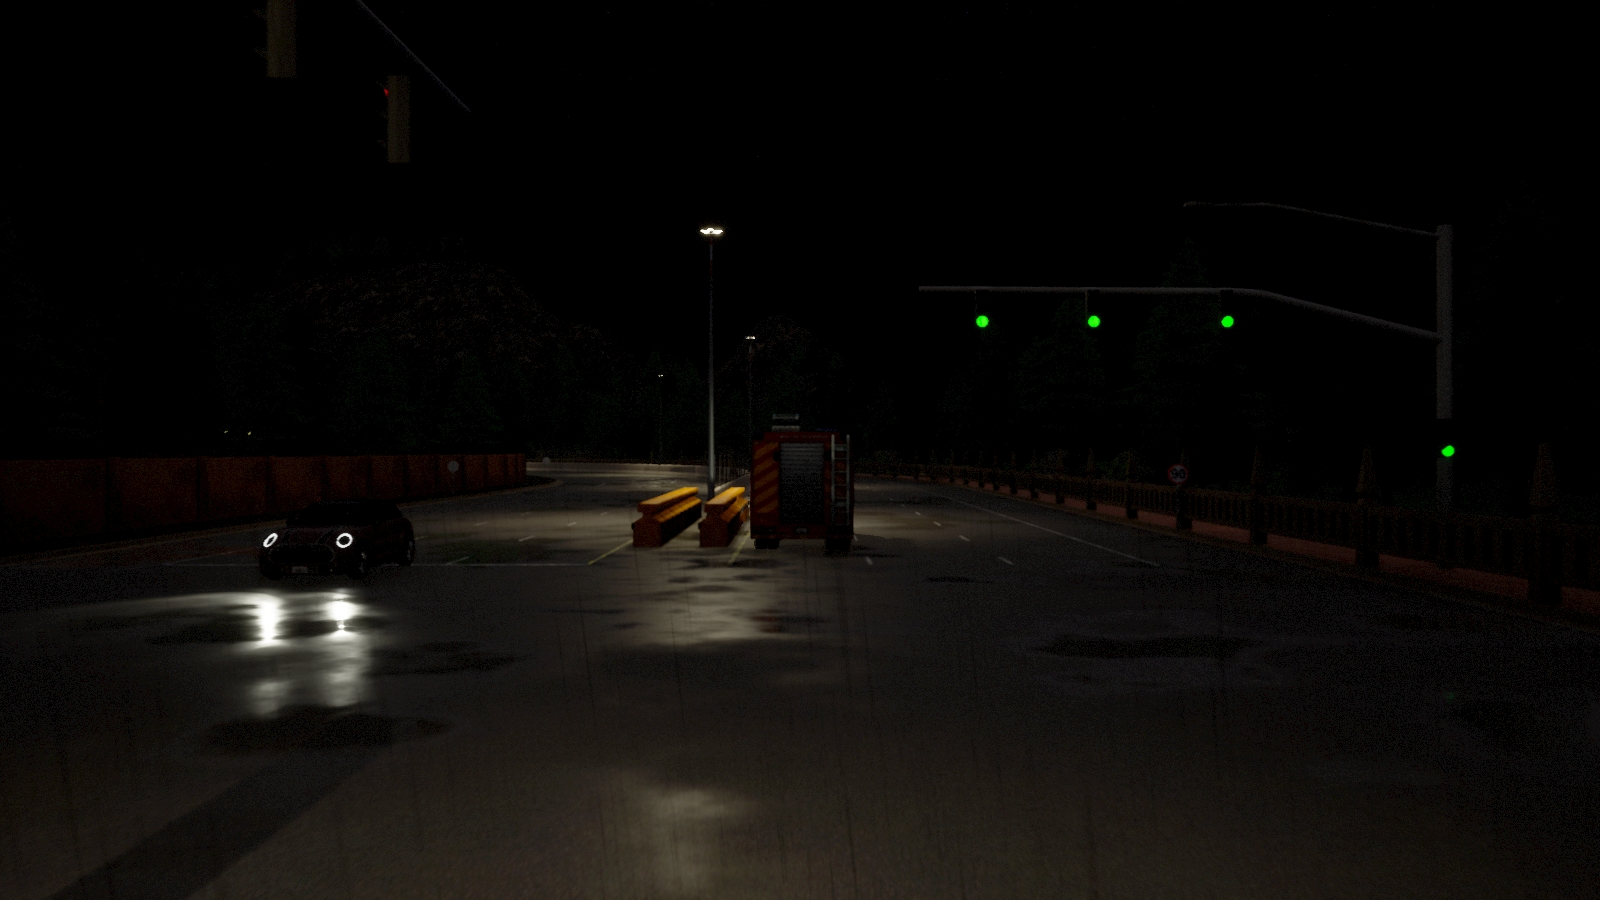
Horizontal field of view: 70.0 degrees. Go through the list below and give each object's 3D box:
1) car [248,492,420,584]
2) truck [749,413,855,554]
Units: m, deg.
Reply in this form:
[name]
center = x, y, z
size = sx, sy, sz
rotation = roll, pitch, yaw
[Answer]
[car]
center = -10.517, 1.925, 26.188
size = 2.097, 1.767, 4.553
rotation = 0, 0, 0
[truck]
center = 0.122, 0.917, 35.318
size = 2.891, 3.827, 8.468
rotation = 0, 0, 1
